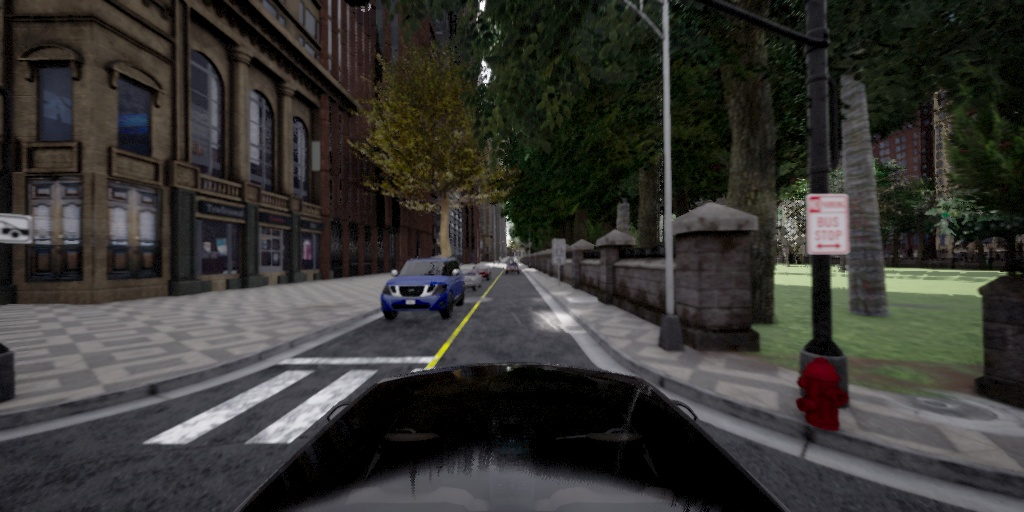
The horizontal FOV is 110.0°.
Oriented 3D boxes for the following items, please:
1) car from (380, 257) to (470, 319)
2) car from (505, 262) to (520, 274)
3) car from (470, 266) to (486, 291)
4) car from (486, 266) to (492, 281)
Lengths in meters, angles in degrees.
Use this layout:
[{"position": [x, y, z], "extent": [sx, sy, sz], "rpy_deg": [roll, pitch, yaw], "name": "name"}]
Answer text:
[{"position": [-3.096, 1.062, 13.637], "extent": [2.150, 2.045, 5.566], "rpy_deg": [-1, 0, 0], "name": "car"}, {"position": [0.092, 1.590, 47.139], "extent": [2.033, 1.411, 5.357], "rpy_deg": [-1, 0, 1], "name": "car"}, {"position": [-3.041, 1.504, 23.452], "extent": [1.895, 1.301, 4.718], "rpy_deg": [-1, 0, 0], "name": "car"}, {"position": [-2.964, 1.573, 33.665], "extent": [1.895, 1.301, 4.718], "rpy_deg": [-1, 0, 0], "name": "car"}]
